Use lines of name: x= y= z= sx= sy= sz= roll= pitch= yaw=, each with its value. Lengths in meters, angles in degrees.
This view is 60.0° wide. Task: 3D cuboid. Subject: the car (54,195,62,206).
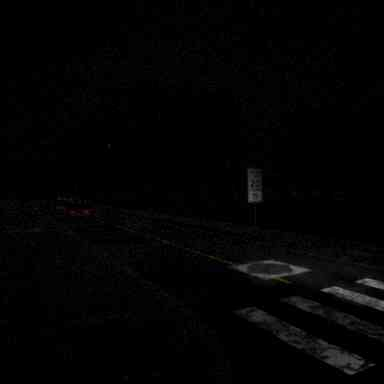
car: x=-20.335 y=1.246 z=52.385 sx=2.097 sy=1.767 sz=4.553 roll=-2 pitch=1 yaw=-29

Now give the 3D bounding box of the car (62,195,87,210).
car: x=-14.642 y=1.222 z=41.968 sx=2.097 sy=1.767 sz=4.553 roll=-2 pitch=1 yaw=-28
